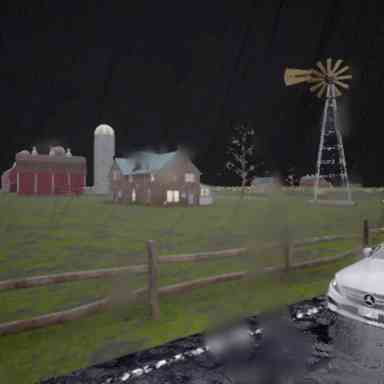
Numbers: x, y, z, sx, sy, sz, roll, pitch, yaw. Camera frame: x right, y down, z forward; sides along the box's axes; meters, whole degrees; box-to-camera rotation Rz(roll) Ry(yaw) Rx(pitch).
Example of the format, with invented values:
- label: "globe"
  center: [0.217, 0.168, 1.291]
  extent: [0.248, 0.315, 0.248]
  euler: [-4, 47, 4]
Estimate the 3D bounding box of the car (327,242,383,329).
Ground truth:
- label: "car"
  center: [4.515, 1.529, 6.317]
  extent: [4.674, 1.442, 1.812]
  euler: [0, 0, -36]
